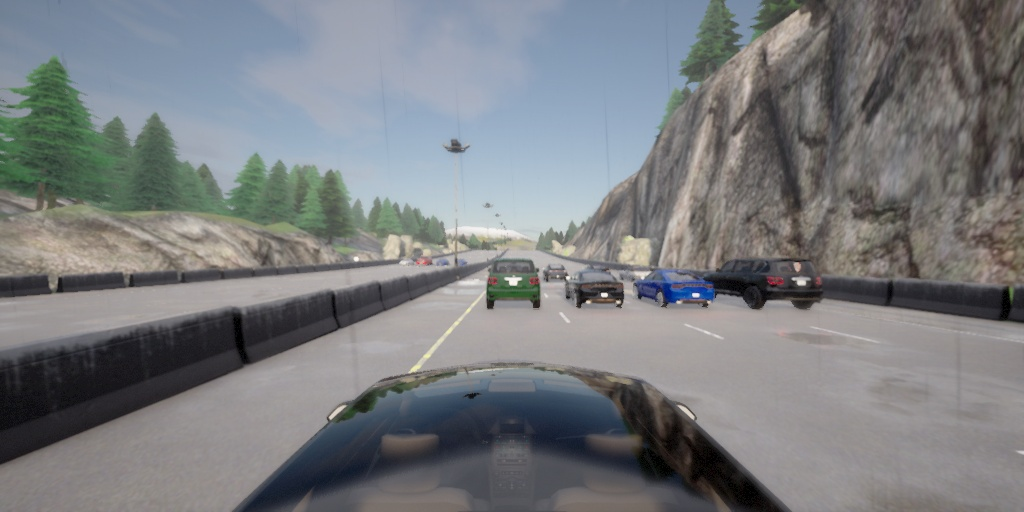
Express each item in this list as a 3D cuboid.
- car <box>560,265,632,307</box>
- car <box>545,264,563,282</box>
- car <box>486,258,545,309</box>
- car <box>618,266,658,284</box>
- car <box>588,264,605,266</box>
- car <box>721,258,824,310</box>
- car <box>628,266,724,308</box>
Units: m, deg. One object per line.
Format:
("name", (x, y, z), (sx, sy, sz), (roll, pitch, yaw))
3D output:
("car", (3.582, 1.363, 16.260), (1.882, 1.535, 5.008), (0, 0, 1))
("car", (3.704, 1.434, 31.067), (2.128, 1.511, 4.902), (0, 0, 1))
("car", (0.072, 1.098, 15.828), (2.150, 2.045, 5.566), (0, 0, 1))
("car", (10.699, 1.541, 30.822), (1.895, 1.301, 4.718), (0, 0, 1))
("car", (7.204, 1.433, 31.038), (2.128, 1.511, 4.902), (0, 0, 1))
("car", (10.572, 1.098, 15.738), (2.150, 2.045, 5.566), (0, 0, 1))
("car", (7.081, 1.362, 16.225), (1.882, 1.535, 5.008), (0, 0, 1))
